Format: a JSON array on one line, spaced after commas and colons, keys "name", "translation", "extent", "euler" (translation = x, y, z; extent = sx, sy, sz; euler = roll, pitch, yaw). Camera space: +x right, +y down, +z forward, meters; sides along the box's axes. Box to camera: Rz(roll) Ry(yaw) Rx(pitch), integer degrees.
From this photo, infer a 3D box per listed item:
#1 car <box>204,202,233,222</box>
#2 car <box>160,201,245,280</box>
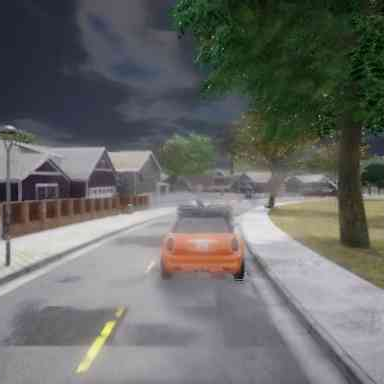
[{"name": "car", "translation": [2.252, 1.552, 26.797], "extent": [1.895, 1.301, 4.718], "euler": [0, 0, 10]}, {"name": "car", "translation": [0.348, 1.330, 10.093], "extent": [2.097, 1.767, 4.553], "euler": [0, 0, 3]}]
